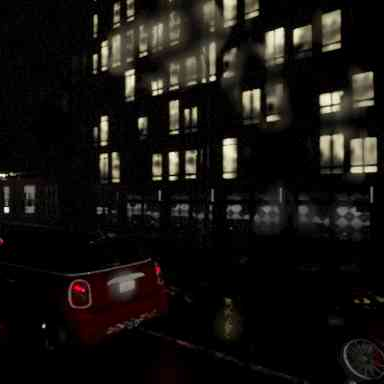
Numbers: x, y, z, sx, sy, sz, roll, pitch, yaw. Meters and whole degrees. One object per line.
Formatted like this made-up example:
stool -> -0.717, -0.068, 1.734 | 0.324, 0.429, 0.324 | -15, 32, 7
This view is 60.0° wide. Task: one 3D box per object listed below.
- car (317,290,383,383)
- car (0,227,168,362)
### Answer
car -> 3.671, 1.671, 3.831 | 4.206, 1.307, 1.802 | -1, -1, 37
car -> -2.691, 1.474, 6.355 | 4.553, 1.767, 2.097 | -1, -1, 37
